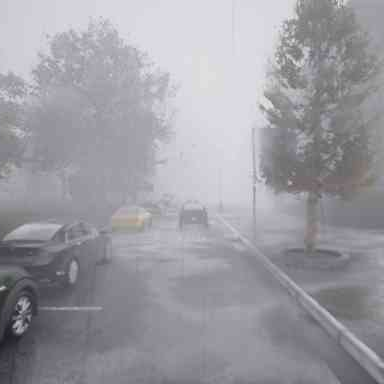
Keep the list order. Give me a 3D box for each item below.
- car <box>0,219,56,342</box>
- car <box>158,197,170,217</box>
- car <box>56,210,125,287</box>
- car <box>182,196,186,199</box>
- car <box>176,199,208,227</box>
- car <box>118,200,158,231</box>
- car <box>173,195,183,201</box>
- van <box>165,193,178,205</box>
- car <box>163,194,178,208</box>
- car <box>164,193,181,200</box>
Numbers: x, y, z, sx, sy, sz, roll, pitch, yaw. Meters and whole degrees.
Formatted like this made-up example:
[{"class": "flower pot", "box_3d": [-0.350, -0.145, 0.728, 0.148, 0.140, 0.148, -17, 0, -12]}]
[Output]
[{"class": "car", "box_3d": [-3.655, 1.359, 3.703, 2.185, 1.767, 4.553, 0, 0, 2]}, {"class": "car", "box_3d": [-3.651, 1.529, 31.619, 2.163, 1.488, 4.792, 0, 0, 2]}, {"class": "car", "box_3d": [-3.653, 1.492, 9.299, 2.231, 1.521, 4.892, 0, 0, 2]}, {"class": "car", "box_3d": [0.101, 1.564, 41.519, 2.033, 1.411, 5.357, 0, 0, 0]}, {"class": "car", "box_3d": [0.098, 1.497, 23.116, 1.882, 1.535, 5.008, 0, 0, 0]}, {"class": "car", "box_3d": [-3.645, 1.495, 20.633, 1.946, 1.575, 5.366, 0, 0, 2]}, {"class": "car", "box_3d": [-3.650, 1.533, 87.293, 2.002, 1.452, 4.674, 0, 0, 2]}, {"class": "van", "box_3d": [-3.647, 1.261, 59.561, 1.878, 1.987, 4.442, 0, 0, 2]}, {"class": "car", "box_3d": [-3.651, 1.492, 48.298, 2.097, 1.535, 5.008, 0, 0, 2]}, {"class": "car", "box_3d": [-3.651, 1.238, 53.902, 2.435, 2.045, 5.566, 0, 0, 2]}]
